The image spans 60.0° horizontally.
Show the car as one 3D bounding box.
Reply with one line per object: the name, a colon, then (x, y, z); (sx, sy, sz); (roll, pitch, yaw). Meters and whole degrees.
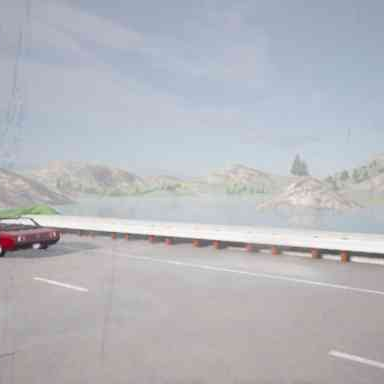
car: (-7.329, 1.603, 12.790); (4.718, 1.301, 1.895); (0, 0, 31)
